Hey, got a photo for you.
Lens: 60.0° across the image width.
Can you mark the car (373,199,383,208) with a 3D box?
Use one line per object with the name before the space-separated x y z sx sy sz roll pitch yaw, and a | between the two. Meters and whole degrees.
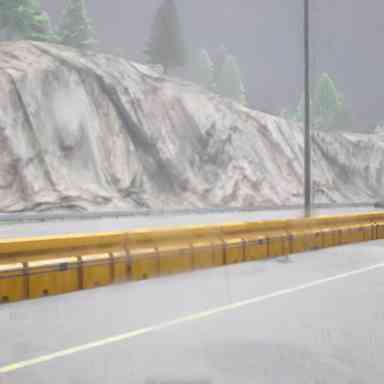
car | 27.422 1.621 46.685 4.181 1.385 1.994 0 0 -26
